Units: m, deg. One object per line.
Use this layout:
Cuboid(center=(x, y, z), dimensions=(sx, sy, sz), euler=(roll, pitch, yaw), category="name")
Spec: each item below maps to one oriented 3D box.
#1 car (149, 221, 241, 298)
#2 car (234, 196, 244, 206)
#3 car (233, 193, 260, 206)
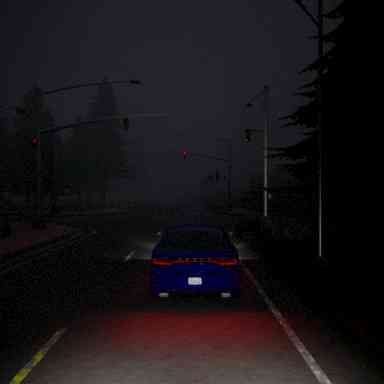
Cuboid(center=(0.079, 1.478, 8.558), dimensions=(1.882, 1.535, 5.008), euler=(0, 0, 1), category="car")
Cuboid(center=(8.954, 1.144, 49.511), dimensions=(4.605, 1.855, 1.932), euler=(0, 0, 0), category="car")
Cuboid(center=(8.545, 1.146, 52.022), dimensions=(3.866, 1.878, 1.905), euler=(0, 0, 0), category="car")
